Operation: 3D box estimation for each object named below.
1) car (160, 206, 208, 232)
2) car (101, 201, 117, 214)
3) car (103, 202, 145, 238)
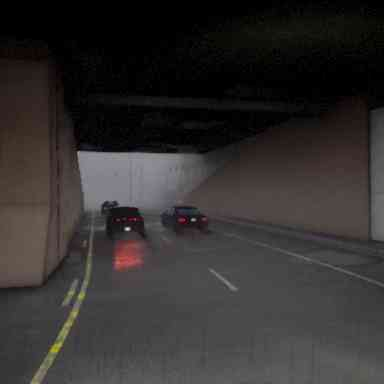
[{"bbox_3d":[-0.609,1.537,20.173,2.033,1.411,5.357,-1,0,-16],"label":"car"},{"bbox_3d":[-8.467,1.602,34.780,2.033,1.411,5.357,-1,0,-16],"label":"car"},{"bbox_3d":[-3.704,1.525,18.137,1.837,1.490,4.892,-1,0,-15],"label":"car"}]
